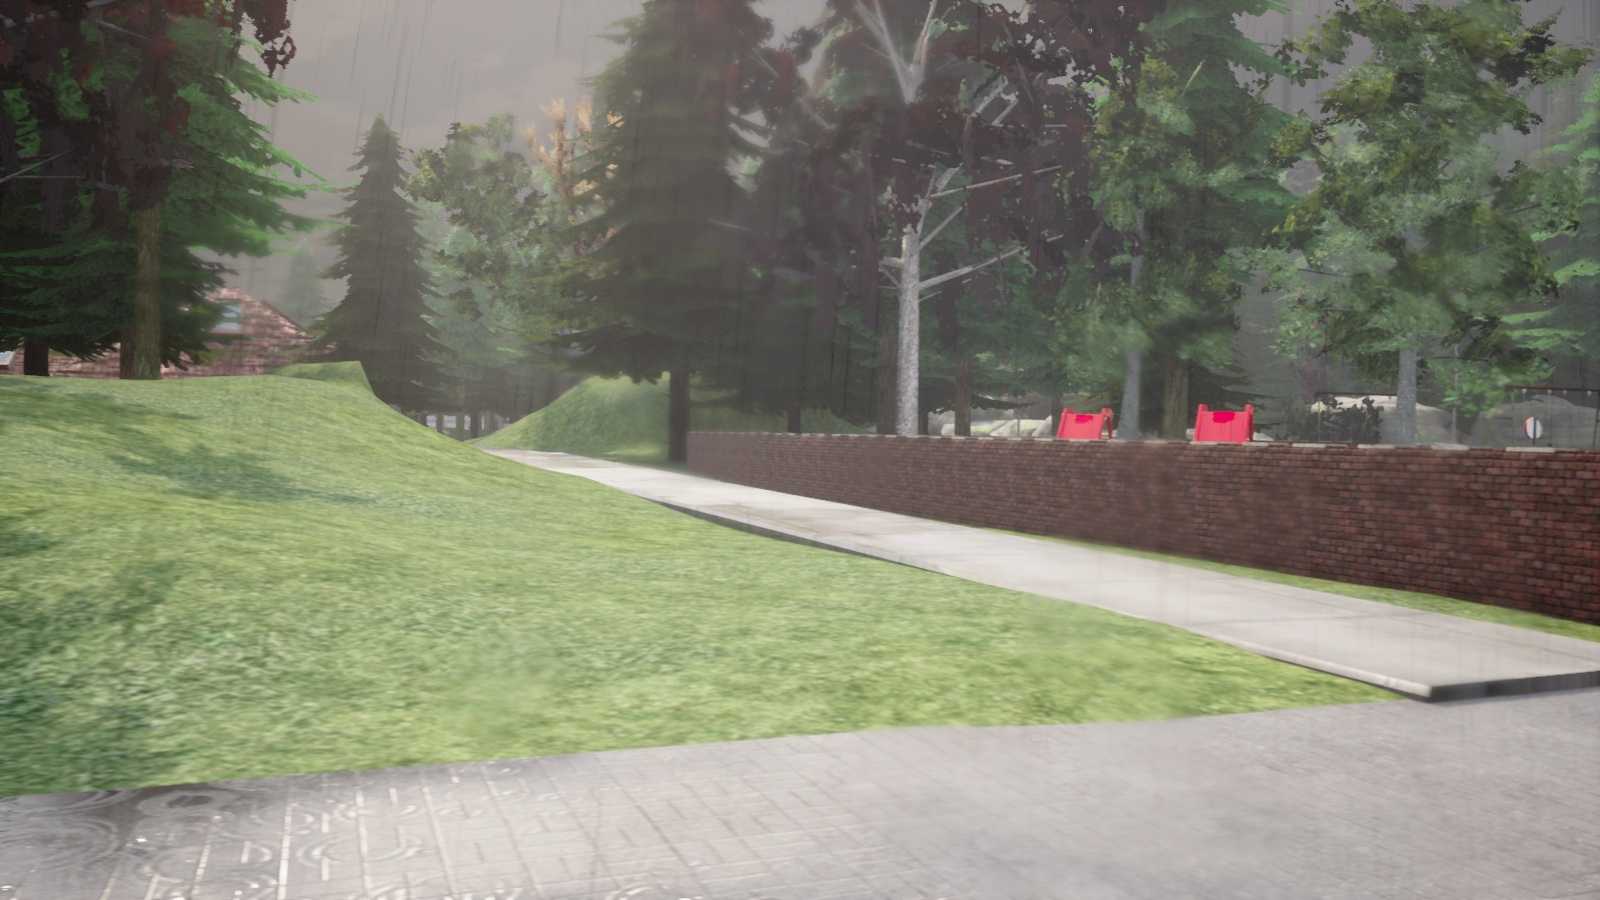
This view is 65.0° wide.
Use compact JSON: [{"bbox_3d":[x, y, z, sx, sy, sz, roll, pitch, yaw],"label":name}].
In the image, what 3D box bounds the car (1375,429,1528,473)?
[{"bbox_3d":[23.385,-0.006,45.299,1.837,1.490,4.892,-1,1,-21],"label":"car"}]
